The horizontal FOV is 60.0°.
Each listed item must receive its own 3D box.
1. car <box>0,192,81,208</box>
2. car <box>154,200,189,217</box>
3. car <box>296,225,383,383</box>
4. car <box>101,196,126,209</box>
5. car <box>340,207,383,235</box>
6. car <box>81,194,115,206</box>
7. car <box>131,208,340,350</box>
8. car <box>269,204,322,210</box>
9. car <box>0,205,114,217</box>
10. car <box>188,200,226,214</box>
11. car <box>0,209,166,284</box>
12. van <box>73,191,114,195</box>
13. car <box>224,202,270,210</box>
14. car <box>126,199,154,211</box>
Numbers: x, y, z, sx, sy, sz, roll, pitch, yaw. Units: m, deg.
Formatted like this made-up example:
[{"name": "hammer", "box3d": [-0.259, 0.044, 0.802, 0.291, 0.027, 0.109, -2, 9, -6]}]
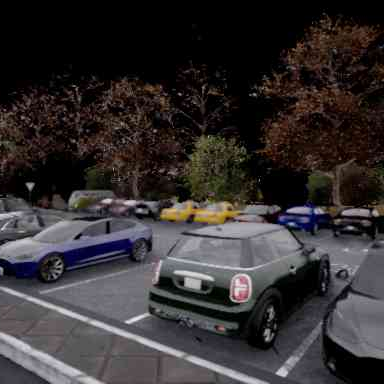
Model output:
[{"name": "car", "box3d": [-7.727, 1.134, 13.354, 2.435, 2.045, 5.566, 1, 1, 36]}, {"name": "car", "box3d": [0.002, 1.376, 24.101, 1.946, 1.575, 5.366, 1, 1, 36]}, {"name": "car", "box3d": [3.509, 1.567, 5.115, 2.163, 1.488, 4.792, 0, 0, 36]}, {"name": "car", "box3d": [-4.719, 1.284, 27.307, 2.002, 1.452, 4.674, 2, 1, 36]}, {"name": "car", "box3d": [8.812, 1.521, 17.459, 2.097, 1.535, 5.008, 0, 0, 36]}, {"name": "car", "box3d": [-6.971, 1.206, 28.944, 2.002, 1.452, 4.674, 2, 1, 36]}, {"name": "car", "box3d": [1.253, 1.401, 6.752, 2.185, 1.767, 4.553, 0, 0, 36]}, {"name": "car", "box3d": [6.556, 1.500, 19.100, 2.097, 1.535, 5.008, 1, 0, 36]}, {"name": "car", "box3d": [-5.495, 1.438, 11.689, 2.231, 1.521, 4.892, 1, 1, 36]}, {"name": "car", "box3d": [2.263, 1.428, 22.457, 1.946, 1.575, 5.366, 1, 1, 36]}, {"name": "car", "box3d": [-3.261, 1.508, 10.037, 2.163, 1.488, 4.792, 1, 0, 36]}, {"name": "van", "box3d": [-9.202, 0.867, 30.406, 1.878, 1.987, 4.442, 2, 2, 36]}, {"name": "car", "box3d": [4.284, 1.501, 20.722, 2.163, 1.488, 4.792, 1, 1, 36]}, {"name": "car", "box3d": [-2.349, 1.348, 25.616, 2.163, 1.488, 4.792, 2, 1, 36]}]
